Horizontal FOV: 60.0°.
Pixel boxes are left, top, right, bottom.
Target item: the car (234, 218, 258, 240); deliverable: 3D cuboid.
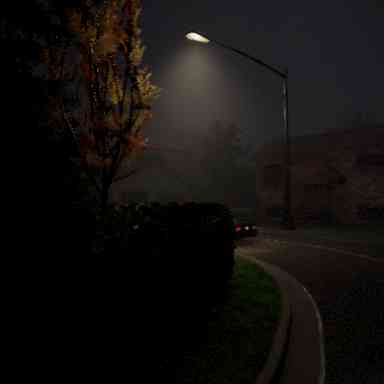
[{"bbox_3d":[0.953,1.885,18.157,2.033,1.411,5.357,0,-2,-44],"label":"car"}]
